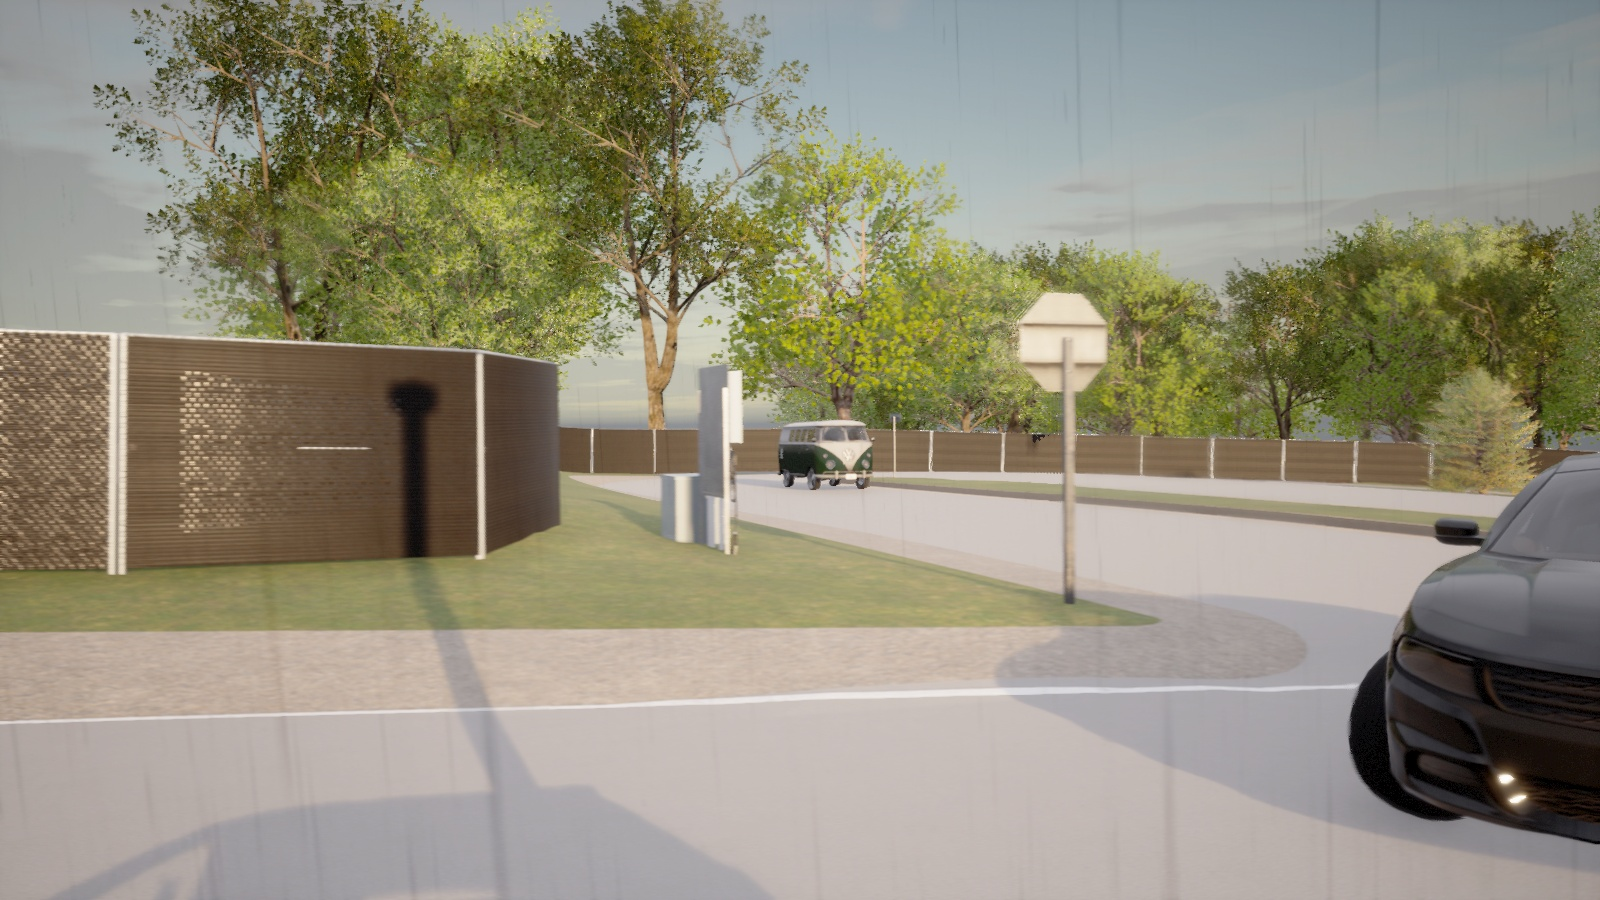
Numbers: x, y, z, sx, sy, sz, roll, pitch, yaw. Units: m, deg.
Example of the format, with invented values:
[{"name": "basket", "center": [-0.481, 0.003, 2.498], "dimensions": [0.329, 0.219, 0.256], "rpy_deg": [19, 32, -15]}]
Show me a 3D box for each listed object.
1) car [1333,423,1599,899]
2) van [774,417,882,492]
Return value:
[{"name": "car", "center": [4.226, 0.640, 5.820], "dimensions": [1.882, 1.535, 5.008], "rpy_deg": [1, 1, 40]}, {"name": "van", "center": [0.745, 0.121, 36.757], "dimensions": [1.775, 1.987, 4.442], "rpy_deg": [-2, 1, -17]}]
